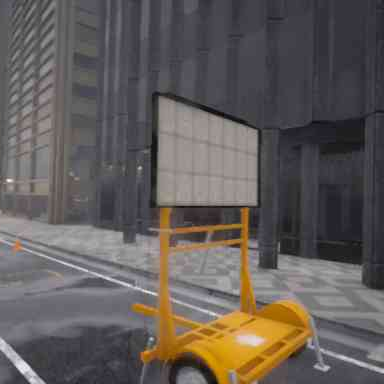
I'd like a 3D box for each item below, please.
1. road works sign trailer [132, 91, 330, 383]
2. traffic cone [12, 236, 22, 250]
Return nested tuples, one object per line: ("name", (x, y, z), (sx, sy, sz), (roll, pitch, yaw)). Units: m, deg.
("road works sign trailer", (0.134, 0.620, 4.742), (2.880, 3.560, 2.380), (-1, -2, 40))
("traffic cone", (-7.934, 2.309, 15.069), (0.340, 0.580, 0.340), (3, -2, -44))
